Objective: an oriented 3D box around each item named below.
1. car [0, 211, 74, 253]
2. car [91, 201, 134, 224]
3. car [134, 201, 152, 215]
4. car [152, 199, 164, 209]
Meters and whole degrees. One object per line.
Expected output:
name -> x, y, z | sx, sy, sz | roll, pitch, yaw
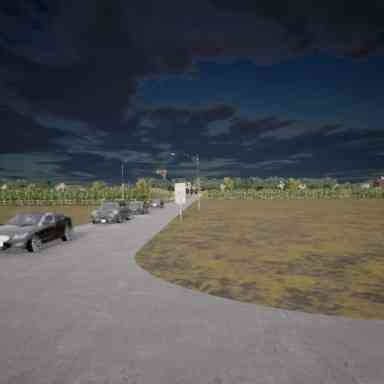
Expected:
car -> -6.876, 1.632, 14.518 | 2.128, 1.511, 4.902 | -2, 0, 4
car -> -6.382, 1.531, 26.415 | 2.097, 1.767, 4.553 | -2, 0, 2
car -> -6.035, 1.740, 37.278 | 1.837, 1.490, 4.892 | -2, 0, 2
car -> -5.495, 1.812, 52.046 | 2.128, 1.511, 4.902 | -2, -1, 2
